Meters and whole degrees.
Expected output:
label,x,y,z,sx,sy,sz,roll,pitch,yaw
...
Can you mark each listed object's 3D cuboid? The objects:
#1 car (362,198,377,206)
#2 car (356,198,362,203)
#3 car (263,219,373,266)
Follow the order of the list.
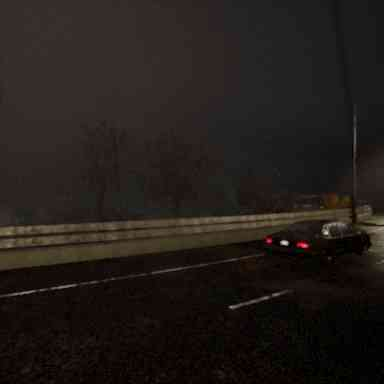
label,x,y,z,sx,sy,sz,roll,pitch,yaw
car,43.883,2.436,84.684,2.150,2.045,5.566,0,-1,2
car,40.387,2.724,84.879,2.033,1.411,5.357,0,-1,2
car,4.859,1.732,12.441,5.357,1.411,2.033,1,-1,-42
